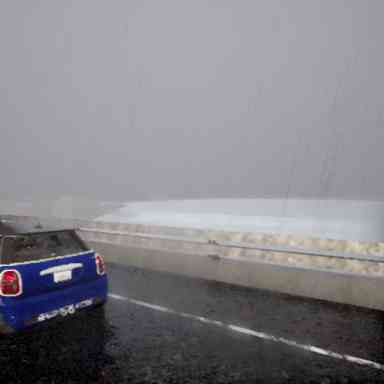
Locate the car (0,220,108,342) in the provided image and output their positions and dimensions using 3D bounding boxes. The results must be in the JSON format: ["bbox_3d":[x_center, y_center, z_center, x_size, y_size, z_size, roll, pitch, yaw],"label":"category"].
[{"bbox_3d":[-3.803,1.378,6.603,4.553,1.767,2.097,0,0,36],"label":"car"}]
